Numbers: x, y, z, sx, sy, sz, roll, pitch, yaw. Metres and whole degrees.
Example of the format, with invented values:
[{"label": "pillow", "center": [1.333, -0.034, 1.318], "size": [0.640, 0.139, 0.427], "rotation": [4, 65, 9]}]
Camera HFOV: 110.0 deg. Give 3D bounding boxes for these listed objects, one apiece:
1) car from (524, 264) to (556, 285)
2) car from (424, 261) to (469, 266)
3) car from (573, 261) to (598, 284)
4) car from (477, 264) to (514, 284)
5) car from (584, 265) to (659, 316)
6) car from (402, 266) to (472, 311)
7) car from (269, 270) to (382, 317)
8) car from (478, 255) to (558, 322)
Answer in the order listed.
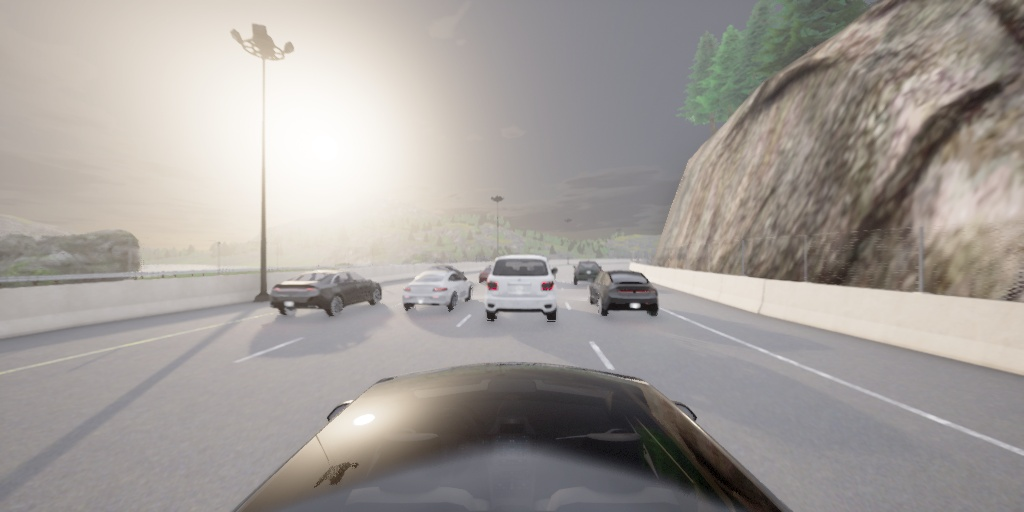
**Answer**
[{"label": "car", "center": [2.234, 1.362, 27.566], "size": [1.994, 1.385, 4.181], "rotation": [0, 0, 10]}, {"label": "car", "center": [-5.088, 1.343, 26.359], "size": [2.033, 1.411, 5.357], "rotation": [0, 0, 9]}, {"label": "car", "center": [5.684, 1.147, 26.981], "size": [2.097, 1.767, 4.553], "rotation": [0, 0, 10]}, {"label": "car", "center": [-1.219, 1.363, 28.131], "size": [1.994, 1.385, 4.181], "rotation": [0, 0, 10]}, {"label": "car", "center": [4.034, 1.277, 13.519], "size": [1.837, 1.490, 4.892], "rotation": [0, 0, 5]}, {"label": "car", "center": [-2.895, 1.299, 14.536], "size": [1.812, 1.442, 4.674], "rotation": [0, 0, 6]}, {"label": "car", "center": [-6.531, 1.261, 13.255], "size": [2.128, 1.511, 4.902], "rotation": [0, 0, 5]}, {"label": "car", "center": [0.431, 0.993, 12.617], "size": [2.150, 2.045, 5.566], "rotation": [0, 0, 5]}]
